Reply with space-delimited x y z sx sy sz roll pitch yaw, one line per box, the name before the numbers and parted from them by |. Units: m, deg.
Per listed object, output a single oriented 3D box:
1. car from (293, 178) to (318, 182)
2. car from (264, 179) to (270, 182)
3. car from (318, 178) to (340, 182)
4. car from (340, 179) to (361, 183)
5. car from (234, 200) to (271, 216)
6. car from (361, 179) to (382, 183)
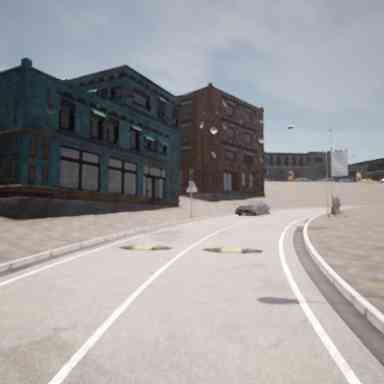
car | 27.203 -2.631 80.926 4.892 1.521 2.231 0 -4 -5
car | 16.304 -2.814 79.964 4.553 1.767 2.185 0 -4 -5
car | 32.700 -2.589 81.424 4.892 1.521 2.231 0 -4 -5
car | 38.215 -2.481 82.023 4.674 1.452 2.002 1 -4 -6
car | 5.896 1.522 31.776 2.033 1.411 5.357 -2 -1 31
car | 43.716 -2.439 82.746 5.008 1.535 2.097 1 -4 -7
